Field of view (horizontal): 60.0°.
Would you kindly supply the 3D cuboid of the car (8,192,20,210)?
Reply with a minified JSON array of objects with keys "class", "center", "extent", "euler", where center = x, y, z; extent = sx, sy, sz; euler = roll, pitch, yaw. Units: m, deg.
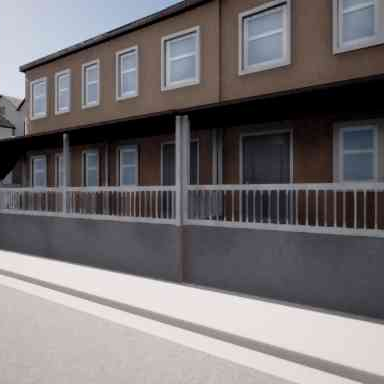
[{"class":"car","center":[-15.132,0.850,28.667],"extent":[2.033,1.411,5.357],"euler":[0,16,34]}]
